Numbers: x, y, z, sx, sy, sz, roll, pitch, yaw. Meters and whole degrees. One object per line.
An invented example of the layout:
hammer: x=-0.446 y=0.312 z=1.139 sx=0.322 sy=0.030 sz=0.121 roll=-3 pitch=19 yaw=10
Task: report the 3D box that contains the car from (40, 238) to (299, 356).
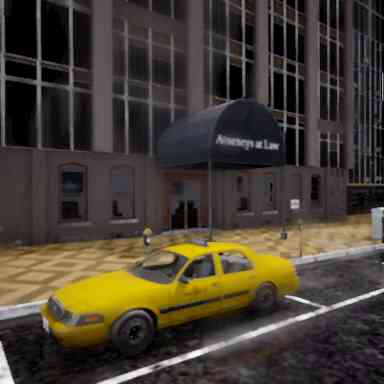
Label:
car: x=-0.079 y=1.556 z=6.054 sx=4.829 sy=1.417 sz=1.752 roll=1 pitch=-1 yaw=-35
